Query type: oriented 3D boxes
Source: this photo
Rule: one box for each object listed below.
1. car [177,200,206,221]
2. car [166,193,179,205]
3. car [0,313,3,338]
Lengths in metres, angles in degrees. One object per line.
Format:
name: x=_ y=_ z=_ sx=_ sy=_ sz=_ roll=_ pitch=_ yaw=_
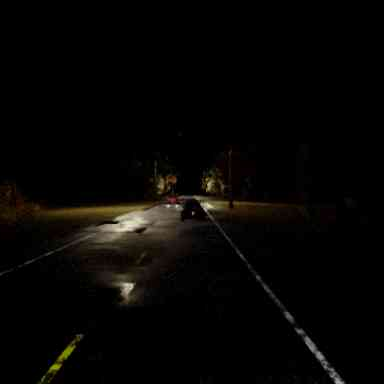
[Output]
car: x=0.094 y=1.592 z=27.394 sx=1.994 sy=1.385 sz=4.181 roll=0 pitch=0 yaw=0
car: x=-3.519 y=1.283 z=62.157 sx=2.150 sy=2.045 sz=5.566 roll=0 pitch=0 yaw=0
car: x=-3.599 y=1.567 z=2.869 sx=1.994 sy=1.385 sz=4.181 roll=0 pitch=0 yaw=0
